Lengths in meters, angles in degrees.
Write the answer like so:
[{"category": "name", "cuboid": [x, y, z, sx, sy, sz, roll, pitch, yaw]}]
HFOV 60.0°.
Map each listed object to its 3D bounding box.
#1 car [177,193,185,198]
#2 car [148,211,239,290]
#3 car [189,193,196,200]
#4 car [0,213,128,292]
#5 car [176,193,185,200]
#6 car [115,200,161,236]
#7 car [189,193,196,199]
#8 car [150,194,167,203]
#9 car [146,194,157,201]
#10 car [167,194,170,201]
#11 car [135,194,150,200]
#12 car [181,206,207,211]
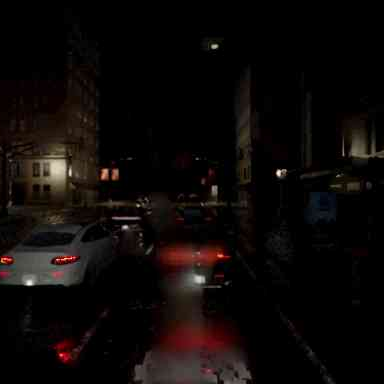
[{"category": "car", "cuboid": [-3.064, 1.001, 93.775, 1.882, 1.535, 5.008, 0, 0, 0]}, {"category": "car", "cuboid": [0.110, 1.477, 8.994, 1.837, 1.490, 4.892, 0, 0, 0]}, {"category": "car", "cuboid": [0.166, 1.320, 83.797, 1.895, 1.301, 4.718, 0, 0, 0]}, {"category": "car", "cuboid": [-3.139, 1.499, 8.746, 1.812, 1.442, 4.674, 0, 0, 0]}, {"category": "car", "cuboid": [-3.085, 1.252, 83.357, 2.128, 1.511, 4.902, 0, 0, 0]}, {"category": "car", "cuboid": [-3.117, 1.437, 18.012, 2.128, 1.511, 4.902, 0, 0, 0]}, {"category": "car", "cuboid": [0.186, 1.063, 93.768, 2.033, 1.411, 5.357, 0, 0, 0]}, {"category": "car", "cuboid": [-6.401, 1.308, 63.653, 1.837, 1.490, 4.892, 0, 0, 1]}, {"category": "car", "cuboid": [-9.593, 1.277, 78.973, 2.128, 1.511, 4.902, 0, 0, 0]}, {"category": "car", "cuboid": [-6.344, 1.277, 78.729, 1.812, 1.442, 4.674, 0, 0, 0]}, {"category": "car", "cuboid": [-9.649, 1.308, 63.618, 1.837, 1.490, 4.892, 0, 0, 1]}, {"category": "car", "cuboid": [0.118, 1.471, 18.110, 1.812, 1.442, 4.674, 0, 0, 0]}]
